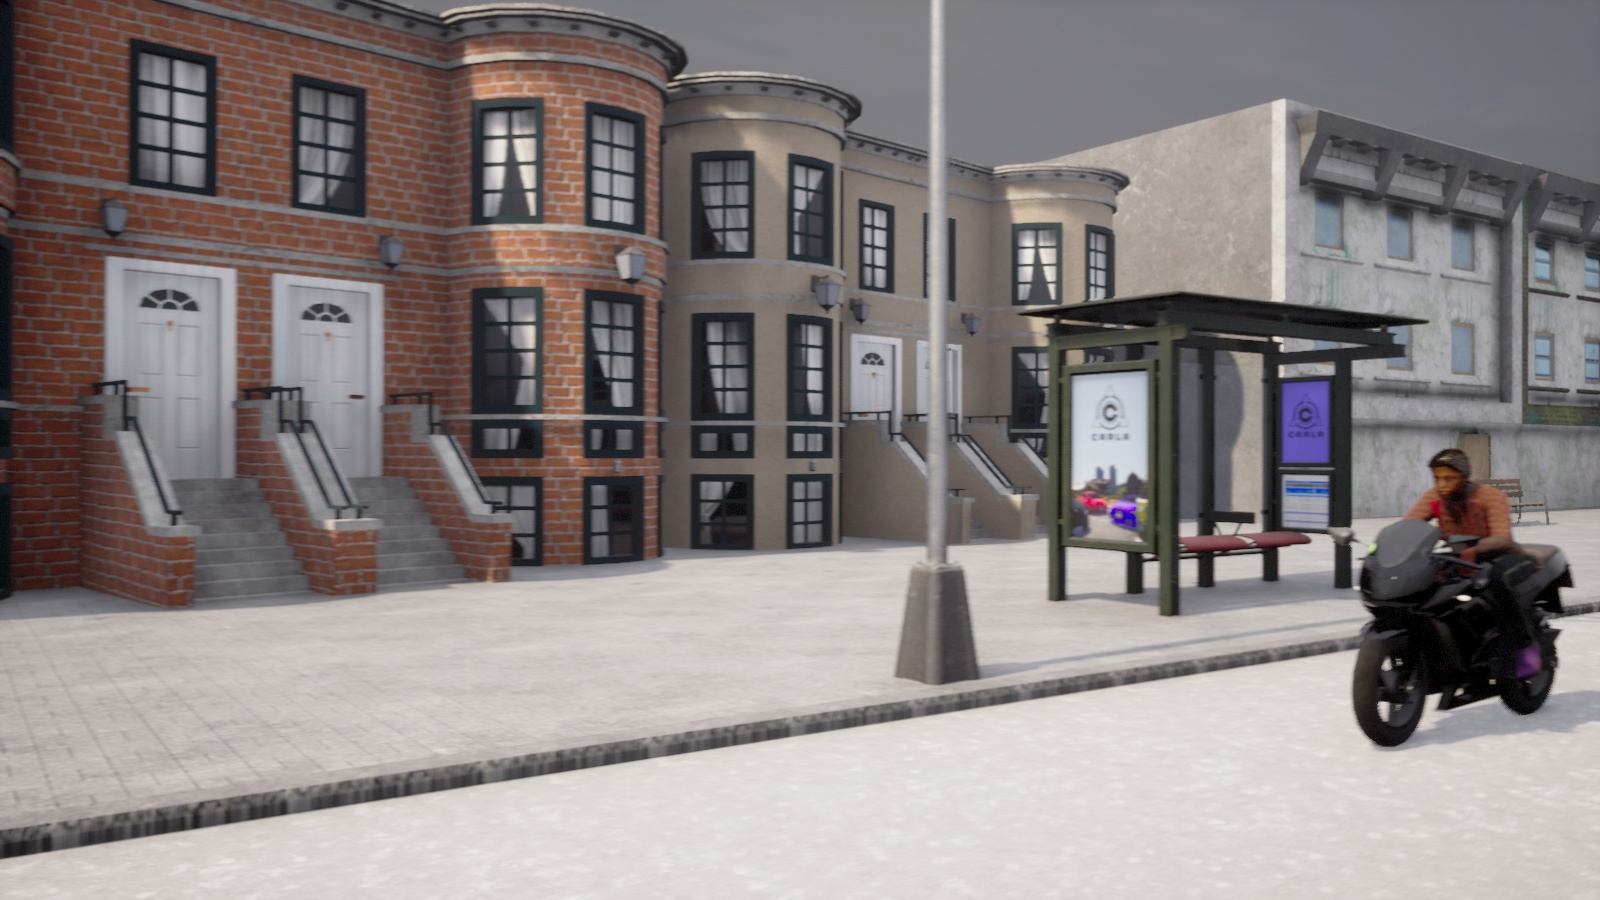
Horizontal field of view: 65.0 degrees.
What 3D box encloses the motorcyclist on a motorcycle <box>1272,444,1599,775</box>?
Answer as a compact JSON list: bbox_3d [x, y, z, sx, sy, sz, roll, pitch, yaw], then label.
[{"bbox_3d":[3.492,0.736,6.699,2.044,1.523,0.797,0,0,-35],"label":"motorcyclist on a motorcycle"}]
